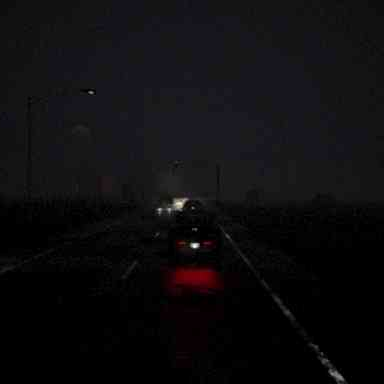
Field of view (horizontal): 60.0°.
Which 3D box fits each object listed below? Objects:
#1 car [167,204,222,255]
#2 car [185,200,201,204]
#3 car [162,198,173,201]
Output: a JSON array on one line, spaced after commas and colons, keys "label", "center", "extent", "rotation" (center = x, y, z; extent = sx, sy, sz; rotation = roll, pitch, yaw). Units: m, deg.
[{"label": "car", "center": [0.093, 1.438, 12.956], "extent": [1.837, 1.490, 4.892], "rotation": [0, 0, 0]}, {"label": "car", "center": [0.090, 1.387, 30.341], "extent": [2.033, 1.411, 5.357], "rotation": [0, 0, 0]}, {"label": "car", "center": [-3.516, 1.013, 45.289], "extent": [2.033, 1.411, 5.357], "rotation": [0, 0, 0]}]
